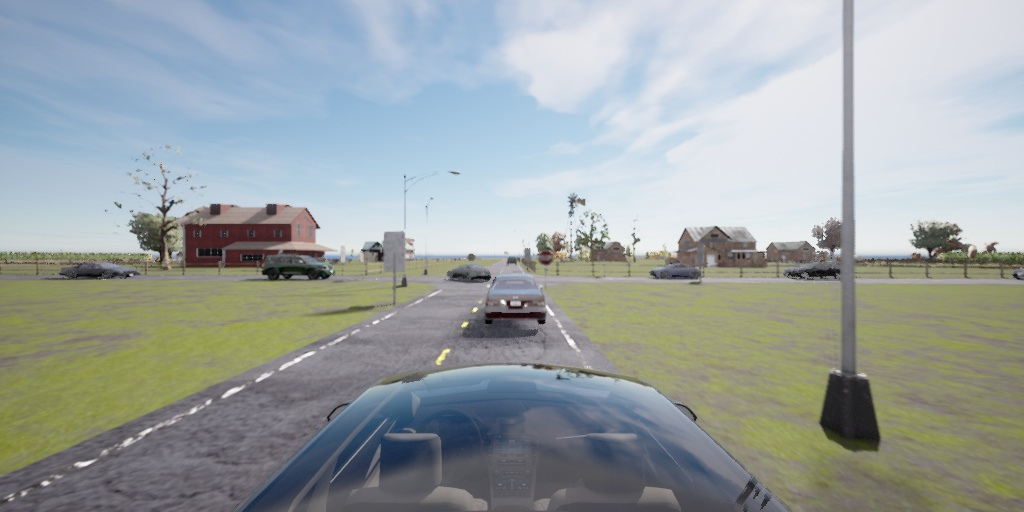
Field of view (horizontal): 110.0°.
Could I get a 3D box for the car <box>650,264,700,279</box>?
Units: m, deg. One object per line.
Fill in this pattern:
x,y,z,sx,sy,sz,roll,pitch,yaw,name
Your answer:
14.945,1.391,33.023,4.181,1.385,1.994,0,0,1,car

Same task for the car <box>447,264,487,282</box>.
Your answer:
-3.634,1.337,29.726,1.994,1.385,4.181,0,0,-42,car

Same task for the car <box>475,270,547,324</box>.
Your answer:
0.097,1.307,12.047,2.033,1.411,5.357,0,0,0,car

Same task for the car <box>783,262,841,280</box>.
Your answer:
27.794,1.355,32.924,5.008,1.535,1.882,0,0,0,car

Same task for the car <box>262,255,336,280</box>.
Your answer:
-18.016,0.946,30.338,5.566,2.045,2.150,0,0,1,car

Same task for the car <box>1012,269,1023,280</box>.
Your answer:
48.843,1.471,32.664,4.902,1.511,2.128,0,0,1,car

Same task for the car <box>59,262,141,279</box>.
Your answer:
-34.981,1.227,30.475,5.357,1.411,2.033,0,0,0,car
